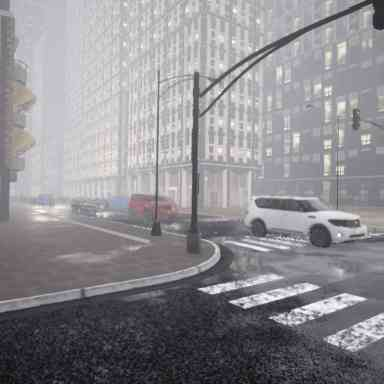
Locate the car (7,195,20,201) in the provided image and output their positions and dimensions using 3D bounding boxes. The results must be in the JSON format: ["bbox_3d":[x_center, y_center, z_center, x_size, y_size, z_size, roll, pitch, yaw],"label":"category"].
[{"bbox_3d":[-40.004,1.377,74.525,2.008,1.369,4.403,1,-1,-35],"label":"car"}]

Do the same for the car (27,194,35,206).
[{"bbox_3d":[-23.747,1.432,51.430,1.802,1.307,4.206,1,-1,-35],"label":"car"}]

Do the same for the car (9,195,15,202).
[{"bbox_3d":[-36.753,1.396,69.906,1.947,1.339,4.313,1,-1,-35],"label":"car"}]

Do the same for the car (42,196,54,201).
[{"bbox_3d":[-36.405,1.570,83.966,1.802,1.307,4.206,1,-1,-35],"label":"car"}]

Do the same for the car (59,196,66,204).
[{"bbox_3d":[-23.978,1.433,61.817,1.882,1.535,5.008,1,-1,-35],"label":"car"}]

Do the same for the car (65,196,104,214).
[{"bbox_3d":[-10.740,1.427,32.955,2.008,1.369,4.403,1,-1,-35],"label":"car"}]

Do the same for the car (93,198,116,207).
[{"bbox_3d":[-13.644,1.586,51.635,1.947,1.339,4.313,1,-1,-35],"label":"car"}]

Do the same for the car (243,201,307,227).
[{"bbox_3d":[5.869,1.505,23.923,1.967,1.590,4.097,1,-1,-35],"label":"car"}]

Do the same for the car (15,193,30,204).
[{"bbox_3d":[-30.246,1.154,60.671,2.192,1.841,5.009,1,-1,-35],"label":"car"}]

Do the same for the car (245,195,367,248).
[{"bbox_3d":[4.896,1.195,15.230,2.150,2.045,5.566,1,0,-35],"label":"car"}]

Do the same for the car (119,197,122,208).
[{"bbox_3d":[-7.140,1.584,42.397,2.008,1.369,4.403,1,-1,-35],"label":"car"}]

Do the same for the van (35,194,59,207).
[{"bbox_3d":[-20.491,1.197,46.814,1.690,1.788,3.998,1,-1,-35],"label":"van"}]

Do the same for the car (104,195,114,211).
[{"bbox_3d":[-11.105,1.414,37.995,2.128,1.511,4.902,1,-1,-35],"label":"car"}]

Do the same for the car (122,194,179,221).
[{"bbox_3d":[-3.282,1.162,26.871,2.150,2.045,5.566,1,-1,-35],"label":"car"}]

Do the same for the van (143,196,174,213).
[{"bbox_3d":[-3.885,1.382,37.781,1.690,1.788,3.998,1,-1,-35],"label":"van"}]

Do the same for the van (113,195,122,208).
[{"bbox_3d":[-10.388,1.368,47.019,1.690,1.788,3.998,1,-1,-35],"label":"van"}]
